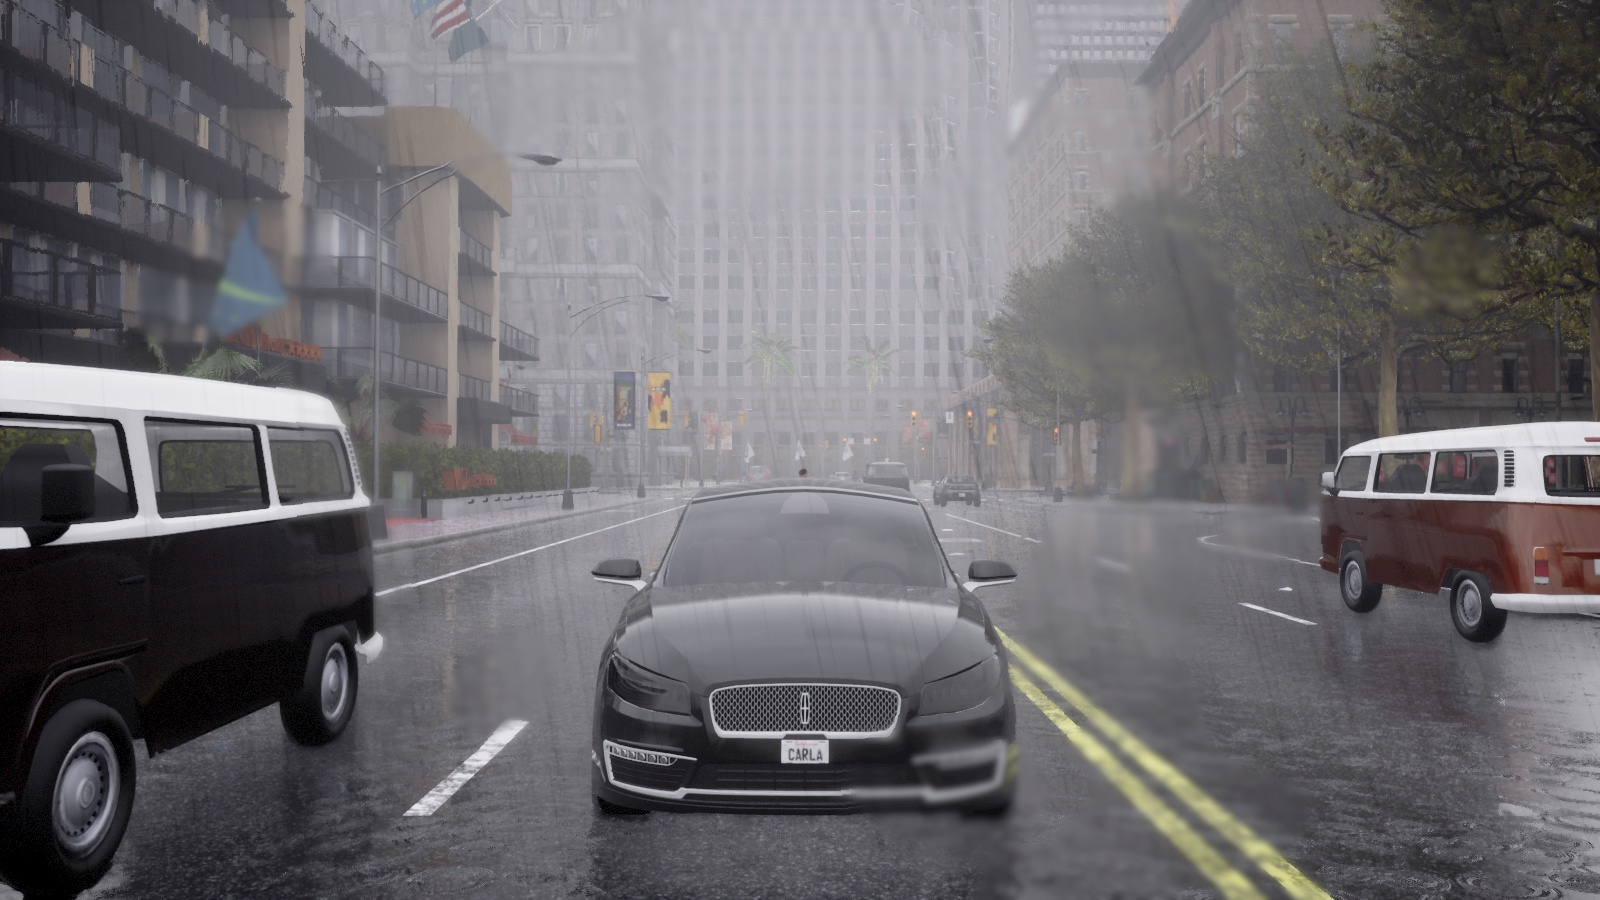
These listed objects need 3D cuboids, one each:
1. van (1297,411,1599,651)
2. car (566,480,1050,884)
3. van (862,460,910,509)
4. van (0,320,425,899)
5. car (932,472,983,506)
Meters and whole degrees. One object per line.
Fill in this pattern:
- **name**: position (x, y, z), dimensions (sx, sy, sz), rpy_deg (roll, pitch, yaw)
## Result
- **van**: position (7.046, 0.726, 12.933), dimensions (2.069, 2.038, 4.480), rpy_deg (0, -1, 0)
- **car**: position (0.033, 0.940, 7.223), dimensions (1.837, 1.490, 4.892), rpy_deg (0, -1, 0)
- **van**: position (3.643, 1.453, 53.734), dimensions (1.775, 1.987, 4.442), rpy_deg (0, -1, 0)
- **van**: position (-3.470, 0.648, 5.863), dimensions (2.069, 2.038, 4.480), rpy_deg (0, -1, 0)
- **car**: position (7.152, 1.760, 57.314), dimensions (1.816, 1.474, 4.193), rpy_deg (0, -1, 0)
